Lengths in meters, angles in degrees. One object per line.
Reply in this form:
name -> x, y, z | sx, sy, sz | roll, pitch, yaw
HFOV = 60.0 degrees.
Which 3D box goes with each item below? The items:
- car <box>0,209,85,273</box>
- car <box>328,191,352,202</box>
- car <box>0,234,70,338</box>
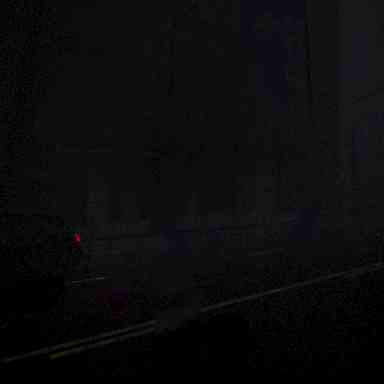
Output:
car -> -5.329, 1.351, 8.786 | 4.553, 1.767, 2.097 | 0, 0, -35
car -> 20.591, 0.542, 46.158 | 3.806, 1.475, 1.970 | -3, 2, -35
car -> -4.575, 1.602, 5.027 | 4.718, 1.301, 1.895 | 0, 0, -35
